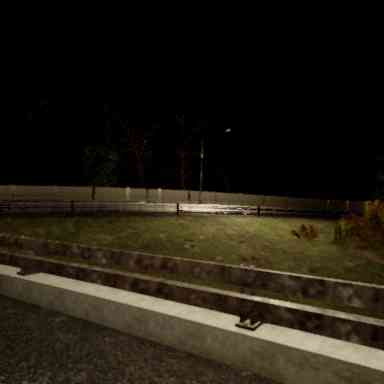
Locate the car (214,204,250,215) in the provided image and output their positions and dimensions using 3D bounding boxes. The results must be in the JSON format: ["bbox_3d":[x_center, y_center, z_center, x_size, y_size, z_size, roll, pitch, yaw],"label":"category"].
[{"bbox_3d":[5.327,2.271,44.124,5.008,1.535,1.882,3,-1,-25],"label":"car"}]
